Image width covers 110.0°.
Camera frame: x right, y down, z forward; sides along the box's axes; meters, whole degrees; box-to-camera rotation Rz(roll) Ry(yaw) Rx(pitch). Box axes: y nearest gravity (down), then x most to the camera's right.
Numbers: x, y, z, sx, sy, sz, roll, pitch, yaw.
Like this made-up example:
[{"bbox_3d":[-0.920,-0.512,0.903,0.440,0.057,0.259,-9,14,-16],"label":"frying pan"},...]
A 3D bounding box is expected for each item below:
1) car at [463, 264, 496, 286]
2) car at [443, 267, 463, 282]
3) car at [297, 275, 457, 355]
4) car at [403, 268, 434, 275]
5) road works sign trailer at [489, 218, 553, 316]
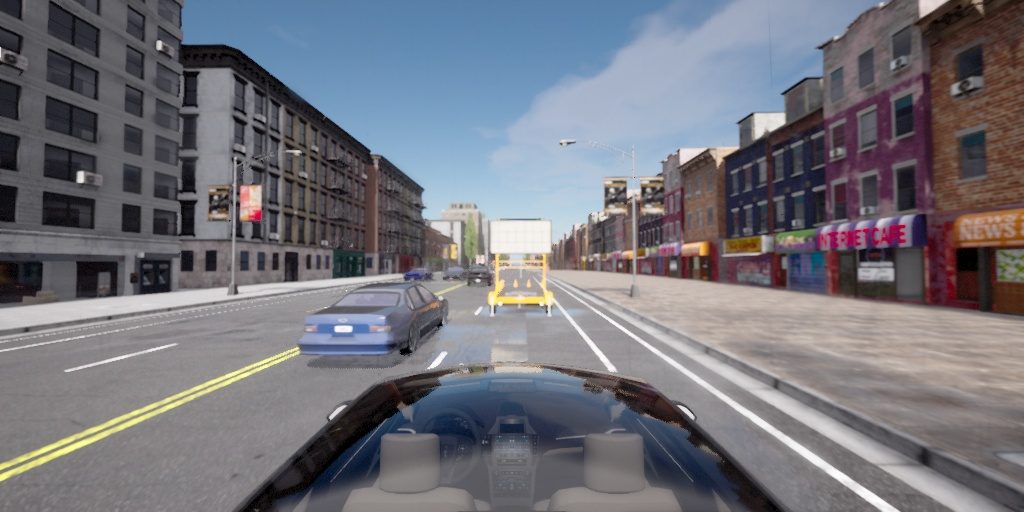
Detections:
[{"bbox_3d":[-2.444,1.612,28.966,1.837,1.490,4.892,0,-1,1],"label":"car"},{"bbox_3d":[-5.713,1.818,36.558,2.033,1.411,5.357,0,-1,1],"label":"car"},{"bbox_3d":[-2.924,1.367,8.858,2.033,1.411,5.357,0,-1,1],"label":"car"},{"bbox_3d":[-9.003,1.842,34.843,1.895,1.301,4.718,0,-1,1],"label":"car"},{"bbox_3d":[0.352,0.332,13.963,2.380,3.560,2.880,0,0,1],"label":"road works sign trailer"}]
